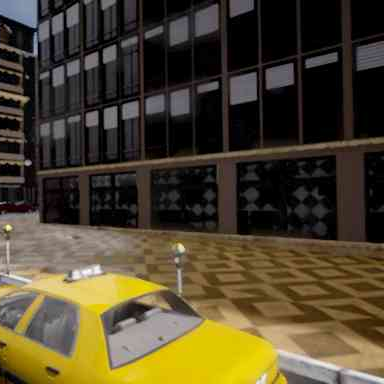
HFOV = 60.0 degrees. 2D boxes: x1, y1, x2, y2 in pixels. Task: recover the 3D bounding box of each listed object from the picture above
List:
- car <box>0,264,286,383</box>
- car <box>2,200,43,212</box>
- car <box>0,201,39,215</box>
[{"bbox_3d":[-1.425,1.531,3.889,4.829,1.417,1.752,0,-1,35],"label":"car"},{"bbox_3d":[-21.677,1.803,42.703,1.947,1.339,4.313,-2,-1,35],"label":"car"},{"bbox_3d":[-17.987,1.629,33.365,1.802,1.307,4.206,-2,-1,35],"label":"car"}]
